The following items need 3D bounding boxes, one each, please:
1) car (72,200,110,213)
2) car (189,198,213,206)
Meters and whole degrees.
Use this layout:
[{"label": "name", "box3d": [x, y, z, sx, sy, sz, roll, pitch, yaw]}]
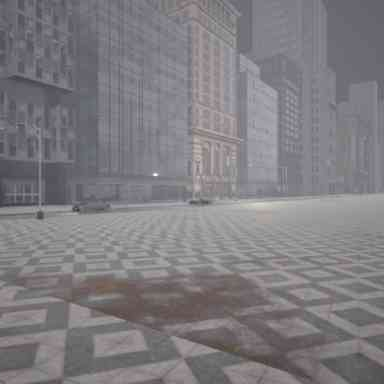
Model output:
[{"label": "car", "box3d": [-11.196, 1.572, 37.047, 1.994, 1.385, 4.181, 0, 0, 36]}, {"label": "car", "box3d": [1.441, 1.570, 54.638, 1.895, 1.301, 4.718, 0, 0, 36]}]
